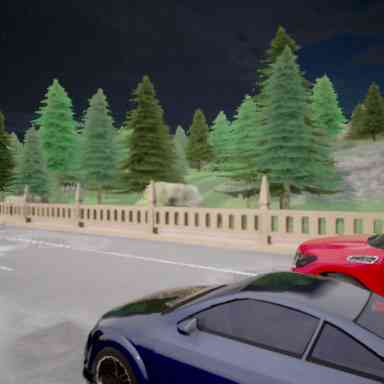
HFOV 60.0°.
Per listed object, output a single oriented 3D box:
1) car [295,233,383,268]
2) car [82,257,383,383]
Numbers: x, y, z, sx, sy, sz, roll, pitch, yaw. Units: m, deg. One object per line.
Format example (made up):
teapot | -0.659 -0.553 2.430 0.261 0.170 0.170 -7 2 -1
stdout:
car | 4.365 1.220 5.178 5.566 2.045 2.150 0 0 36
car | 0.792 1.572 3.427 4.181 1.385 1.994 0 0 35
